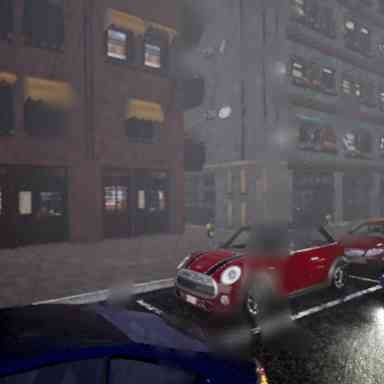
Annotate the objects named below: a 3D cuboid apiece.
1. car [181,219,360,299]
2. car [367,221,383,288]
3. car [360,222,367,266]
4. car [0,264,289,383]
[{"bbox_3d":[1.598,1.456,7.317,4.097,1.590,1.967,0,-1,-36],"label":"car"},{"bbox_3d":[6.302,1.361,7.691,4.553,1.767,2.097,0,0,-36],"label":"car"},{"bbox_3d":[6.077,1.598,10.594,4.206,1.307,1.802,0,-1,-36],"label":"car"},{"bbox_3d":[-1.378,1.572,2.063,4.181,1.385,1.994,0,0,-36],"label":"car"}]
